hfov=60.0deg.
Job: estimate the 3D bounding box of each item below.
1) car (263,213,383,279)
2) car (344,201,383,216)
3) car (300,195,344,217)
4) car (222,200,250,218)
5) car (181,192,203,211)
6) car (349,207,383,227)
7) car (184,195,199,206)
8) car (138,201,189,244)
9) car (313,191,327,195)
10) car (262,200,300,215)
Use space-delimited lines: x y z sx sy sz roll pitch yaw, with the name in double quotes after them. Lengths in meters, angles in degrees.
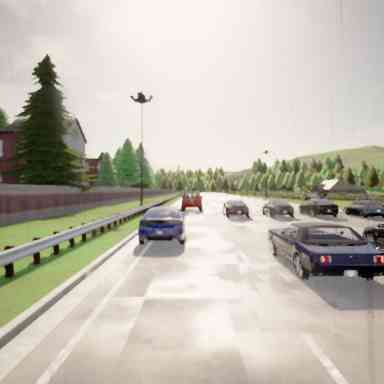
3.598 1.537 9.744 1.895 1.301 4.718 0 0 0 "car"
14.095 1.389 27.133 1.994 1.385 4.181 0 0 0 "car"
10.594 1.296 28.140 1.882 1.535 5.008 0 0 0 "car"
3.595 1.347 27.605 1.812 1.442 4.674 0 0 0 "car"
0.022 0.989 36.180 2.150 2.045 5.566 0 1 1 "car"
7.099 1.426 10.141 2.128 1.511 4.902 0 0 0 "car"
-0.004 1.171 49.654 2.128 1.511 4.902 0 0 0 "car"
-1.229 1.380 15.151 1.882 1.535 5.008 0 0 0 "car"
22.908 0.819 61.263 3.866 1.878 1.905 0 0 0 "car"
7.094 1.347 27.620 1.812 1.442 4.674 0 0 0 "car"
